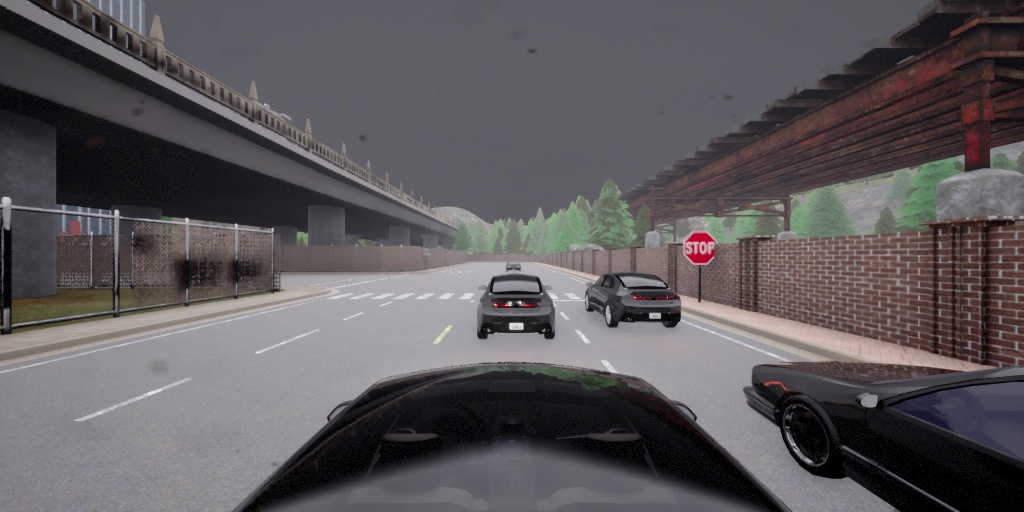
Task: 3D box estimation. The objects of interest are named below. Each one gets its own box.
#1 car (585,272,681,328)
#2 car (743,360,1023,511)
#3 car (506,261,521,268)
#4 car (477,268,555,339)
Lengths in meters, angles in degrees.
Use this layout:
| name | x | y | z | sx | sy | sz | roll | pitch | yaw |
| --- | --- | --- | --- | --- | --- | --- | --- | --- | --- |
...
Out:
| name | x | y | z | sx | sy | sz | roll | pitch | yaw |
| --- | --- | --- | --- | --- | --- | --- | --- | --- | --- |
| car | 3.598 | 1.255 | 11.421 | 1.837 | 1.490 | 4.892 | 0 | 0 | 0 |
| car | 3.600 | 1.297 | 1.675 | 2.033 | 1.411 | 5.357 | 0 | 0 | 0 |
| car | 0.173 | 1.351 | 46.340 | 1.895 | 1.301 | 4.718 | 0 | 0 | -1 |
| car | 0.096 | 1.255 | 10.061 | 1.837 | 1.490 | 4.892 | 0 | 0 | 0 |
